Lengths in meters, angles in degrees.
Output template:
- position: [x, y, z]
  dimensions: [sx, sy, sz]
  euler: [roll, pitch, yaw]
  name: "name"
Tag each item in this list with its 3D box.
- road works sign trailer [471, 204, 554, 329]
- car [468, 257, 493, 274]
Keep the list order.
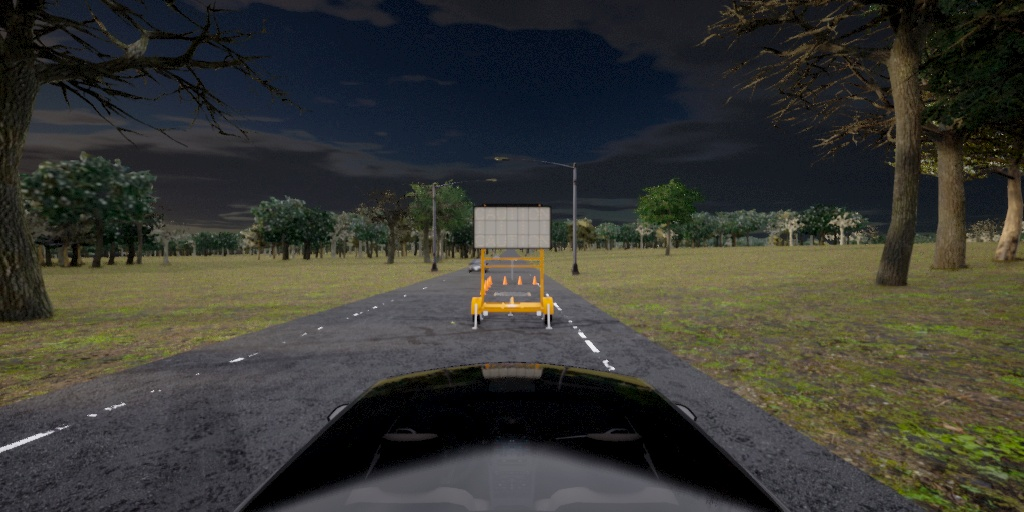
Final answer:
- position: [0.011, 0.195, 11.145]
  dimensions: [2.380, 3.560, 2.880]
  euler: [0, 0, 0]
  name: "road works sign trailer"
- position: [-3.557, 1.078, 38.406]
  dimensions: [2.128, 1.511, 4.902]
  euler: [0, 0, 0]
  name: "car"
